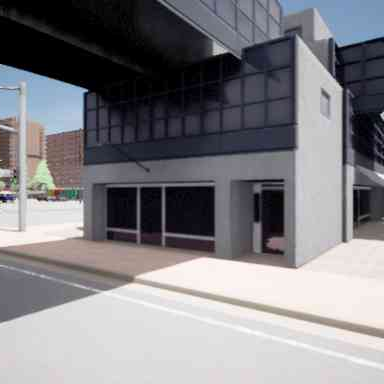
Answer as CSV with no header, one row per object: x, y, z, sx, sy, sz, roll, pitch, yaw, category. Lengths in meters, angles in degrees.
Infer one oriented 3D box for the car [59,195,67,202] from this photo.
-28.647,1.337,71.547,3.905,1.438,1.784,0,0,35,car

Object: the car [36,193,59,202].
-30.373,1.126,69.221,4.605,1.855,1.932,0,0,35,car
